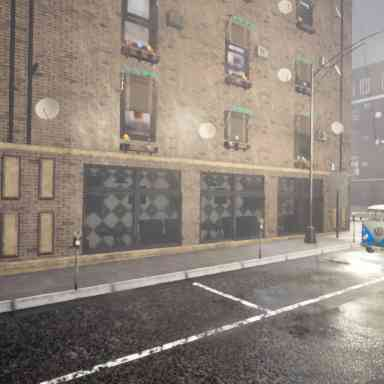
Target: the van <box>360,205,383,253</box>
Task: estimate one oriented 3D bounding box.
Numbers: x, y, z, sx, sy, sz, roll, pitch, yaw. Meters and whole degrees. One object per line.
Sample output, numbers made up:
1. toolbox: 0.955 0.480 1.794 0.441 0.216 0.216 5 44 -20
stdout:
1. van: 7.819 1.345 12.229 3.998 1.788 1.690 0 1 -36
